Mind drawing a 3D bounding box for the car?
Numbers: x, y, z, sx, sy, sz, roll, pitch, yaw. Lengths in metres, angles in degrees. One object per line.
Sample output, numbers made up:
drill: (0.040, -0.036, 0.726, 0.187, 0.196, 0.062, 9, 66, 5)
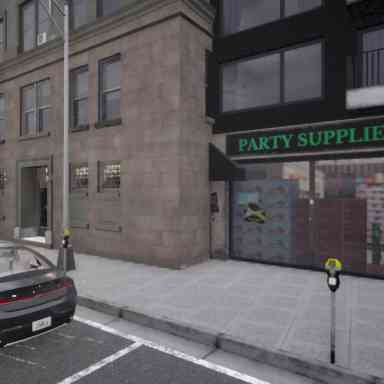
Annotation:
car: (-3.815, 1.551, 5.765, 4.403, 1.369, 2.008, 0, 0, 35)
